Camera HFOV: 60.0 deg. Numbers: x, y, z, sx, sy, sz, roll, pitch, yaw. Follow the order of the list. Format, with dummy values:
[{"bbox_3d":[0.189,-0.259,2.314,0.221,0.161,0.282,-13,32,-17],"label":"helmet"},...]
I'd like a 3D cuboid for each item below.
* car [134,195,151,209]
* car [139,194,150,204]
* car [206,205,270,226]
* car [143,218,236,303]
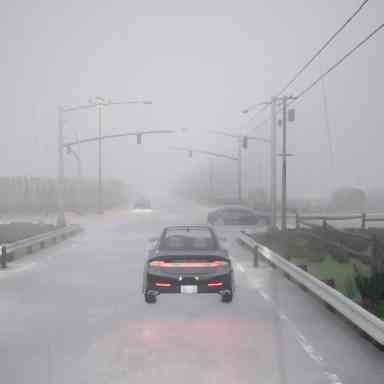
[{"bbox_3d":[-6.360,1.470,42.916,1.994,1.385,4.181,0,1,-7],"label":"car"},{"bbox_3d":[-8.140,1.179,57.122,1.812,1.442,4.674,0,1,-7],"label":"car"},{"bbox_3d":[3.431,1.739,23.804,4.892,1.490,1.837,0,4,9],"label":"car"},{"bbox_3d":[-0.098,1.613,8.444,2.128,1.511,4.902,0,-2,-1],"label":"car"}]
